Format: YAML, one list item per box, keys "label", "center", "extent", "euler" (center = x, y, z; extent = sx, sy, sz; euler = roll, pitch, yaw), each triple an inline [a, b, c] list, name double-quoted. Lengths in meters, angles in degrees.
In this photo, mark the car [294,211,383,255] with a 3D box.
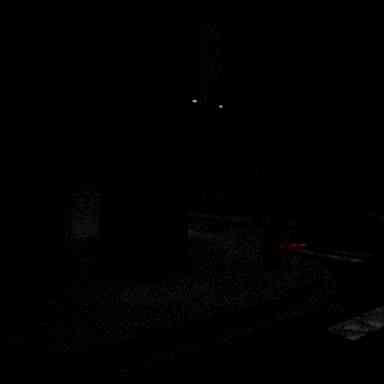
- label: "car"
  center: [6.251, 1.475, 12.017]
  extent: [5.008, 1.535, 1.882]
  euler: [0, 0, 41]
